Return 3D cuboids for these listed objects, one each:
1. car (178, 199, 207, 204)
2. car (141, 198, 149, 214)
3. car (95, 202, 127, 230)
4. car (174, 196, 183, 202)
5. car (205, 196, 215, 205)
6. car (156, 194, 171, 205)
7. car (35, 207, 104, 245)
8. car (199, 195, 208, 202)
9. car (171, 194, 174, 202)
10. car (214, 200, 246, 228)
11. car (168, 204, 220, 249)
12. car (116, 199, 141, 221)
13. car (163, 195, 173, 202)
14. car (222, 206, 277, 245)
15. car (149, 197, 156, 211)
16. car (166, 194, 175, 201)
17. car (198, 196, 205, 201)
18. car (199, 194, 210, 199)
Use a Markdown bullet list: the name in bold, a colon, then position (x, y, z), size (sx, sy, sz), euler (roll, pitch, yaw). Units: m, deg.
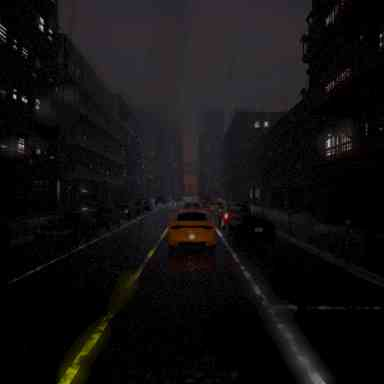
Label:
- **car**: position (0.000, 1.584, 29.651), size (2.033, 1.411, 5.357), euler (0, 0, 0)
- **car**: position (-5.685, 1.568, 32.571), size (1.887, 1.381, 4.507), euler (0, 0, 0)
- **car**: position (-5.684, 1.554, 21.191), size (1.887, 1.381, 4.507), euler (0, 0, 0)
- **car**: position (-3.001, 1.658, 76.684), size (1.895, 1.301, 4.718), euler (0, 0, 0)
- **car**: position (2.696, 1.557, 38.426), size (1.752, 1.417, 4.829), euler (0, 0, 0)
- **car**: position (-5.684, 1.391, 61.020), size (2.192, 1.841, 5.009), euler (0, 0, 0)
- **car**: position (-5.684, 1.587, 15.501), size (1.802, 1.307, 4.206), euler (0, 0, 0)
- **car**: position (2.695, 1.564, 78.088), size (1.967, 1.590, 4.097), euler (0, 0, 0)
- **car**: position (-5.685, 1.658, 72.400), size (2.008, 1.369, 4.403), euler (0, 0, 0)
- **car**: position (2.697, 1.450, 21.187), size (1.967, 1.590, 4.097), euler (0, 0, 0)
- **car**: position (0.000, 1.490, 14.651), size (1.882, 1.535, 5.008), euler (0, 0, 0)
- **car**: position (-5.683, 1.456, 26.882), size (1.967, 1.590, 4.097), euler (0, 0, 0)
- **car**: position (-5.685, 1.563, 78.091), size (1.967, 1.590, 4.097), euler (0, 0, 0)
- **car**: position (2.696, 1.571, 15.497), size (1.947, 1.339, 4.313), euler (0, 0, 0)
- **car**: position (-5.683, 1.471, 38.260), size (1.967, 1.590, 4.097), euler (0, 0, 0)
- **car**: position (-5.684, 1.474, 89.471), size (2.192, 1.841, 5.009), euler (0, 0, 0)
- **car**: position (2.694, 1.762, 95.159), size (1.802, 1.307, 4.206), euler (0, 0, 0)
- **car**: position (2.361, 1.526, 48.659), size (1.882, 1.535, 5.008), euler (0, 0, 0)
